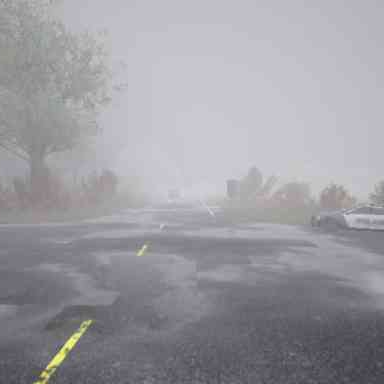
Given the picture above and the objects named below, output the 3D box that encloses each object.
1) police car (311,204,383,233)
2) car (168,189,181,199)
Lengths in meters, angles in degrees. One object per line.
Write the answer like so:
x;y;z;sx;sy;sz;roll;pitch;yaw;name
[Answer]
8.902;1.396;17.271;4.974;1.542;2.038;2;-1;28;police car
-3.489;0.352;67.185;2.150;2.045;5.566;0;1;0;car
